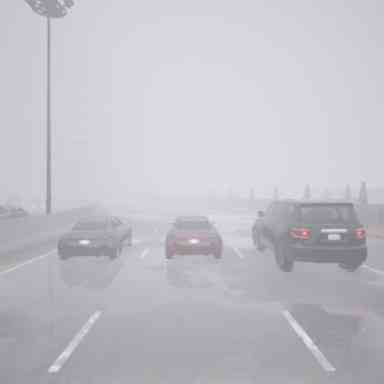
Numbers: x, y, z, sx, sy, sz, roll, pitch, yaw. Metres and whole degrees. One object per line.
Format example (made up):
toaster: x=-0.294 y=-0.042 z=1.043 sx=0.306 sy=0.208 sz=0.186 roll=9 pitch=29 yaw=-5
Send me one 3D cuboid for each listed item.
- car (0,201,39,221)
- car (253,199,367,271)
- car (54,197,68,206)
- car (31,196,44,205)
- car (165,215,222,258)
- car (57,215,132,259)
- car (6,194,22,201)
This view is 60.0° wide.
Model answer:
car: x=-11.083 y=1.508 z=19.376 sx=2.128 sy=1.511 sz=4.902 roll=0 pitch=0 yaw=-5
car: x=3.562 y=1.231 z=11.100 sx=2.150 sy=2.045 sz=5.566 roll=0 pitch=0 yaw=-1
car: x=-22.872 y=1.574 z=57.880 sx=1.812 sy=1.442 sz=4.674 roll=0 pitch=0 yaw=-28
car: x=-27.222 y=1.554 z=58.463 sx=1.837 sy=1.490 sz=4.892 roll=0 pitch=0 yaw=-30
car: x=0.004 y=1.575 z=12.833 sx=1.994 sy=1.385 sz=4.181 roll=0 pitch=0 yaw=-2
car: x=-3.493 y=1.575 z=12.637 sx=1.994 sy=1.385 sz=4.181 roll=0 pitch=0 yaw=-2
car: x=-31.541 y=1.293 z=58.894 sx=2.150 sy=2.045 sz=5.566 roll=0 pitch=0 yaw=-33
